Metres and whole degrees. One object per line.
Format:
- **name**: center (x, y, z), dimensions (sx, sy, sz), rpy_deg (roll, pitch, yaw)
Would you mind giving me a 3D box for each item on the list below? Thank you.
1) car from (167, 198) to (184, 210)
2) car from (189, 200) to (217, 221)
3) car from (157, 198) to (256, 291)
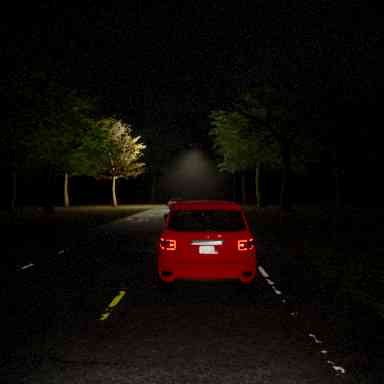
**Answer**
- **car**: center (-2.232, 1.607, 46.082), dimensions (1.882, 1.535, 5.008), rpy_deg (0, -1, 2)
- **car**: center (0.892, 1.512, 28.173), dimensions (2.128, 1.511, 4.902), rpy_deg (0, 0, 1)
- **car**: center (0.351, 1.227, 9.199), dimensions (2.150, 2.045, 5.566), rpy_deg (0, 0, 1)
